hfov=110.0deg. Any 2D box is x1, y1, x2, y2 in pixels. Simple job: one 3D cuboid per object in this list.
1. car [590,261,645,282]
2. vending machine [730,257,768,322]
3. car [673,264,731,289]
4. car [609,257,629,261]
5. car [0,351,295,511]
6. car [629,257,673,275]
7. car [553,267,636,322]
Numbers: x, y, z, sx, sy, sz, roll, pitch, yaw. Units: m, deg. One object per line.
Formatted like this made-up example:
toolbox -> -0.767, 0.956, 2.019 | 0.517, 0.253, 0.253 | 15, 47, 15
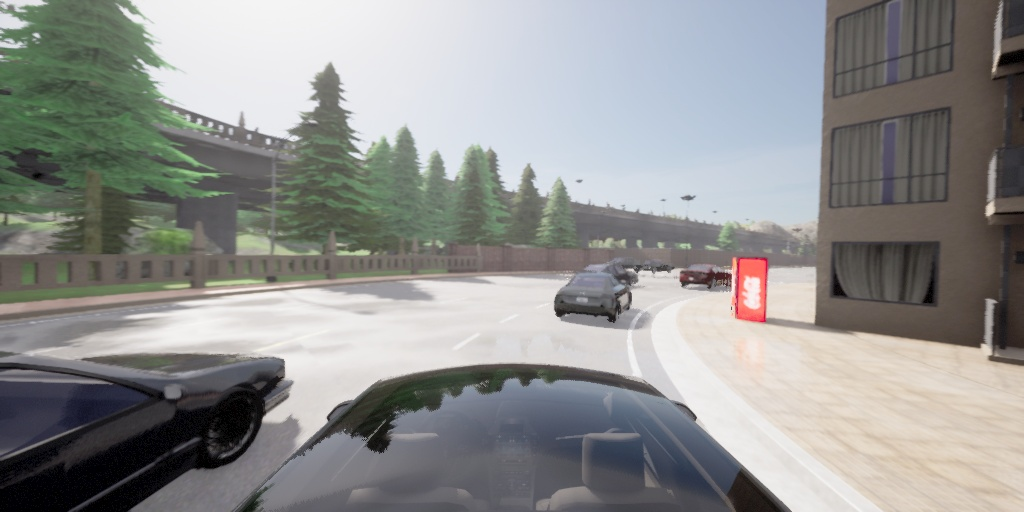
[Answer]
car -> 5.861, 1.200, 22.260 | 5.357, 1.411, 2.033 | 1, 1, -44
vending machine -> 7.299, 1.019, 11.078 | 1.100, 2.100, 0.880 | 0, 0, 29
car -> 12.938, 1.292, 23.863 | 5.008, 1.535, 1.882 | 1, 1, -42
car -> 11.089, 0.797, 36.294 | 4.902, 1.511, 2.128 | 1, 1, -40
car -> -3.460, 1.209, 1.663 | 2.033, 1.411, 5.357 | 1, 1, 1
car -> 13.325, 0.957, 33.605 | 4.718, 1.301, 1.895 | 1, 1, -40
car -> 2.903, 1.260, 12.398 | 1.994, 1.385, 4.181 | 2, 1, 25
